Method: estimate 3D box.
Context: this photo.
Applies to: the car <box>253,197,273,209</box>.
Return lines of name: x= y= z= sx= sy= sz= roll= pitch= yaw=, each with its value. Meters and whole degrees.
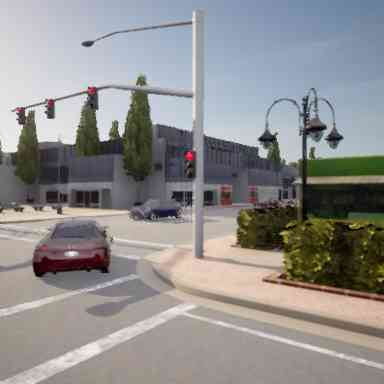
car: x=9.569 y=1.441 z=42.710 sx=1.882 sy=1.535 sz=5.008 roll=0 pitch=0 yaw=37

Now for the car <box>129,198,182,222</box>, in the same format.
car: x=-2.791 y=1.316 z=26.311 sx=2.097 sy=1.767 sz=4.553 roll=0 pitch=0 yaw=37

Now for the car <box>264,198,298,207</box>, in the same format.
car: x=8.779 y=1.526 z=29.735 sx=2.033 sy=1.411 sz=5.357 roll=0 pitch=0 yaw=37

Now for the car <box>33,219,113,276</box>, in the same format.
car: x=-3.564 y=1.546 z=10.416 sx=1.994 sy=1.385 sz=4.181 roll=0 pitch=0 yaw=-14
